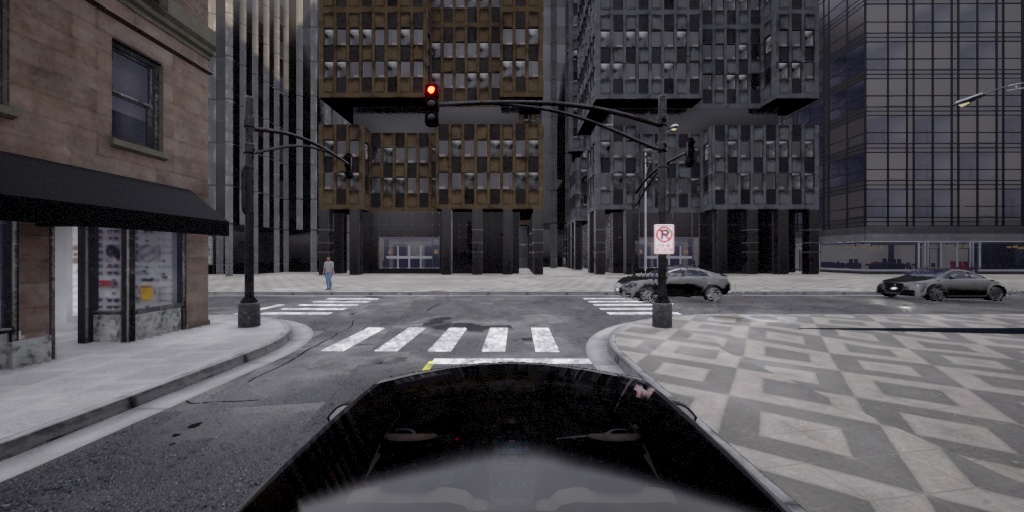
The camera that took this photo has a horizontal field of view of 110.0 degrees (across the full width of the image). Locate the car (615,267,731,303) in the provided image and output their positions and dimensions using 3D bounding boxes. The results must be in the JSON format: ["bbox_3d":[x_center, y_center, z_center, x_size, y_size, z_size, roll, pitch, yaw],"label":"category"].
[{"bbox_3d":[7.147,1.228,16.092,4.902,1.511,2.128,0,0,-3],"label":"car"}]

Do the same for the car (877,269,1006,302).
[{"bbox_3d":[19.315,1.285,16.257,4.181,1.385,1.994,0,0,0],"label":"car"}]

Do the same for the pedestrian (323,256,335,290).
[{"bbox_3d":[-9.929,0.902,19.486,0.375,1.860,0.375,0,0,0],"label":"pedestrian"}]
